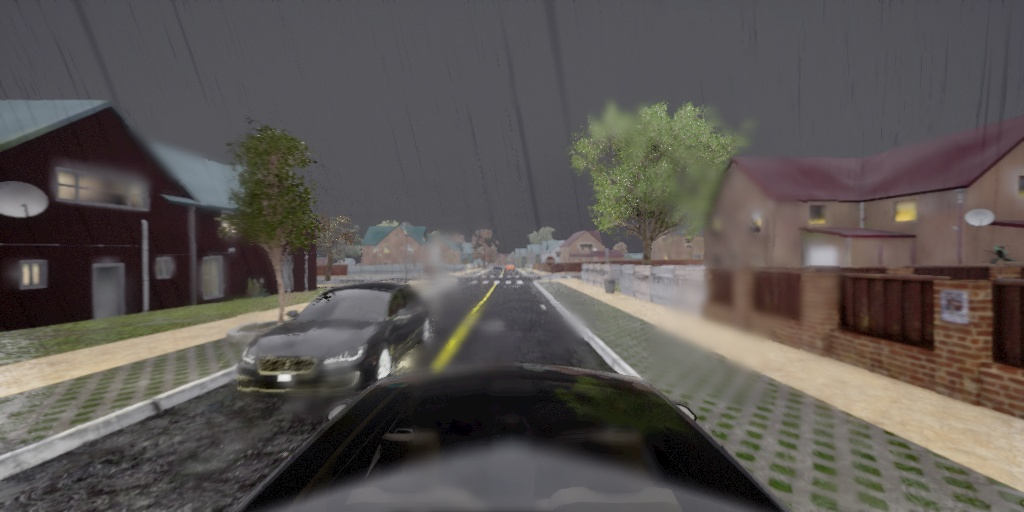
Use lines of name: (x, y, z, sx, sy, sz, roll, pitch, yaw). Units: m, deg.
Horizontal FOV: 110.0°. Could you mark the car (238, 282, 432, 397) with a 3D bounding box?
car: (-2.845, 1.310, 6.935, 1.837, 1.490, 4.892, 0, -1, 0)
